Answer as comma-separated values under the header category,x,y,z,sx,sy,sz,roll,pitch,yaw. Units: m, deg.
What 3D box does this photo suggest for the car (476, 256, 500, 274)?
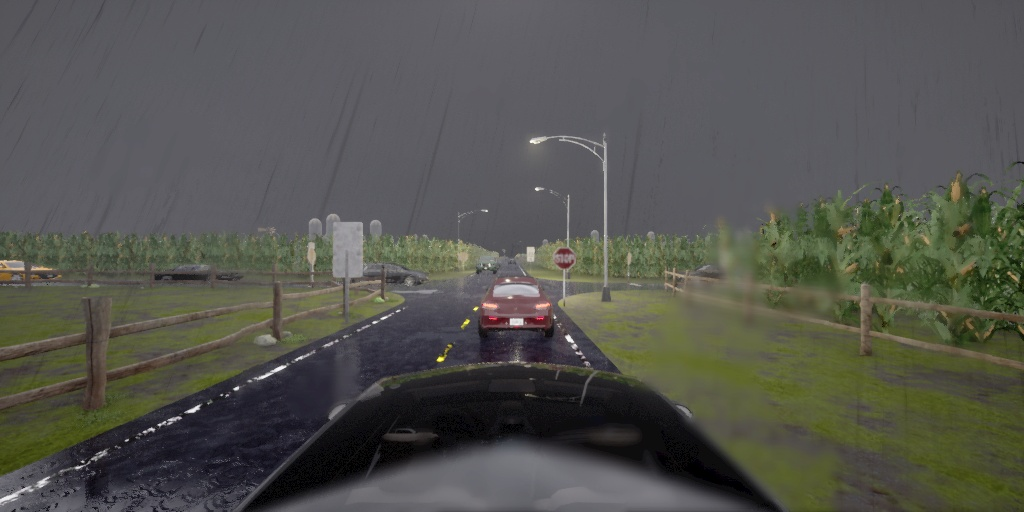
category,x,y,z,sx,sy,sz,roll,pitch,yaw
car,-2.830,0.961,41.180,2.150,2.045,5.566,0,0,0

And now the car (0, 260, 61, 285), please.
category,x,y,z,sx,sy,sz,roll,pitch,yaw
car,-32.653,1.037,23.435,5.008,1.535,1.882,0,-1,1

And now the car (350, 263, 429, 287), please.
category,x,y,z,sx,sy,sz,roll,pitch,yaw
car,-7.836,1.205,23.172,4.892,1.490,1.837,0,-1,1

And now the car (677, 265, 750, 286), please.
category,x,y,z,sx,sy,sz,roll,pitch,yaw
car,14.462,1.371,25.892,4.892,1.490,1.837,0,-1,1

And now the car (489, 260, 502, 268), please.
category,x,y,z,sx,sy,sz,roll,pitch,yaw
car,-2.804,1.325,61.545,1.895,1.301,4.718,0,0,0

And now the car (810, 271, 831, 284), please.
category,x,y,z,sx,sy,sz,roll,pitch,yaw
car,24.482,1.157,25.791,5.566,2.045,2.150,0,-1,1

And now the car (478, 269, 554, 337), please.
category,x,y,z,sx,sy,sz,roll,pitch,yaw
car,0.101,1.276,10.154,1.812,1.442,4.674,0,0,0

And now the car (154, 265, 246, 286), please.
category,x,y,z,sx,sy,sz,roll,pitch,yaw
car,-20.193,1.225,23.300,4.718,1.301,1.895,0,-1,1
